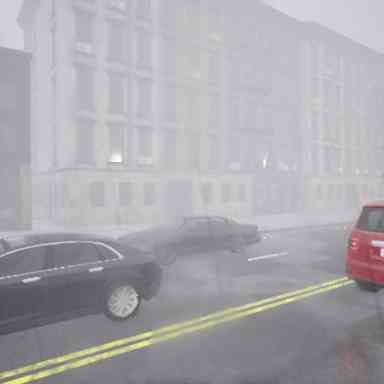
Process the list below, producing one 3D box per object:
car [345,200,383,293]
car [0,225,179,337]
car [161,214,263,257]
[{"bbox_3d":[5.730,1.184,7.526,5.566,2.045,2.150,0,0,-35],"label":"car"},{"bbox_3d":[-2.830,1.501,5.657,4.892,1.490,1.837,0,0,-35],"label":"car"},{"bbox_3d":[0.102,1.519,11.737,5.357,1.411,2.033,0,0,-35],"label":"car"}]
